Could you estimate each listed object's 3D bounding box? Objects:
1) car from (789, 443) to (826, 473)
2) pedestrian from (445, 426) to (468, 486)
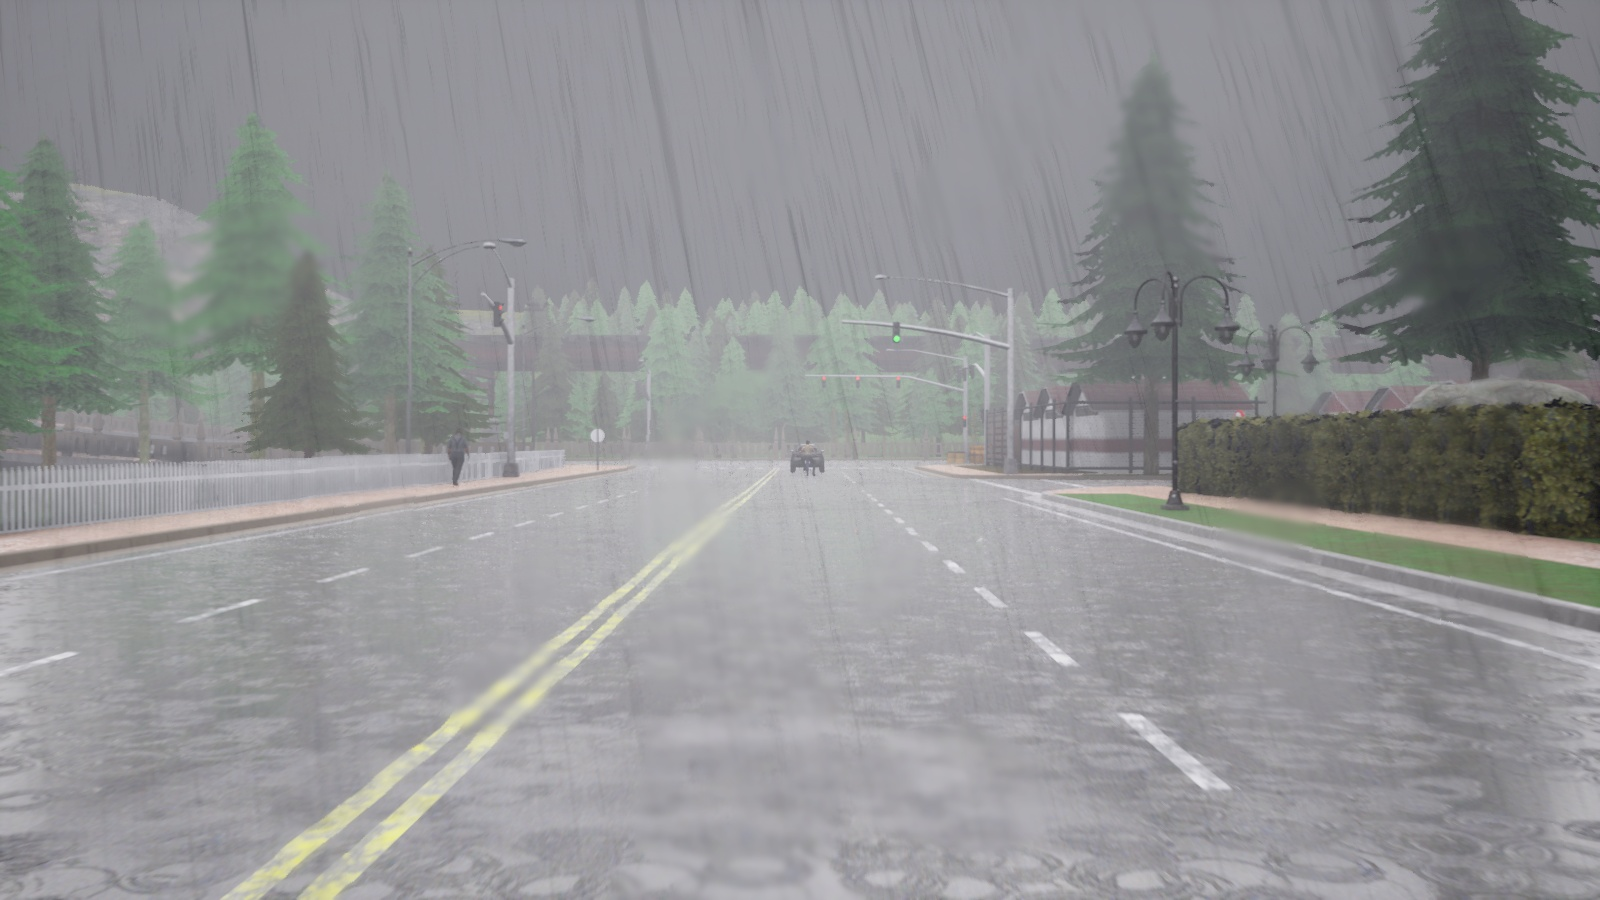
[{"bbox_3d":[0.383,0.395,64.855,1.816,1.474,4.193,0,0,0],"label":"car"},{"bbox_3d":[-10.682,0.176,39.087,0.540,1.848,0.694,0,0,-1],"label":"pedestrian"}]
